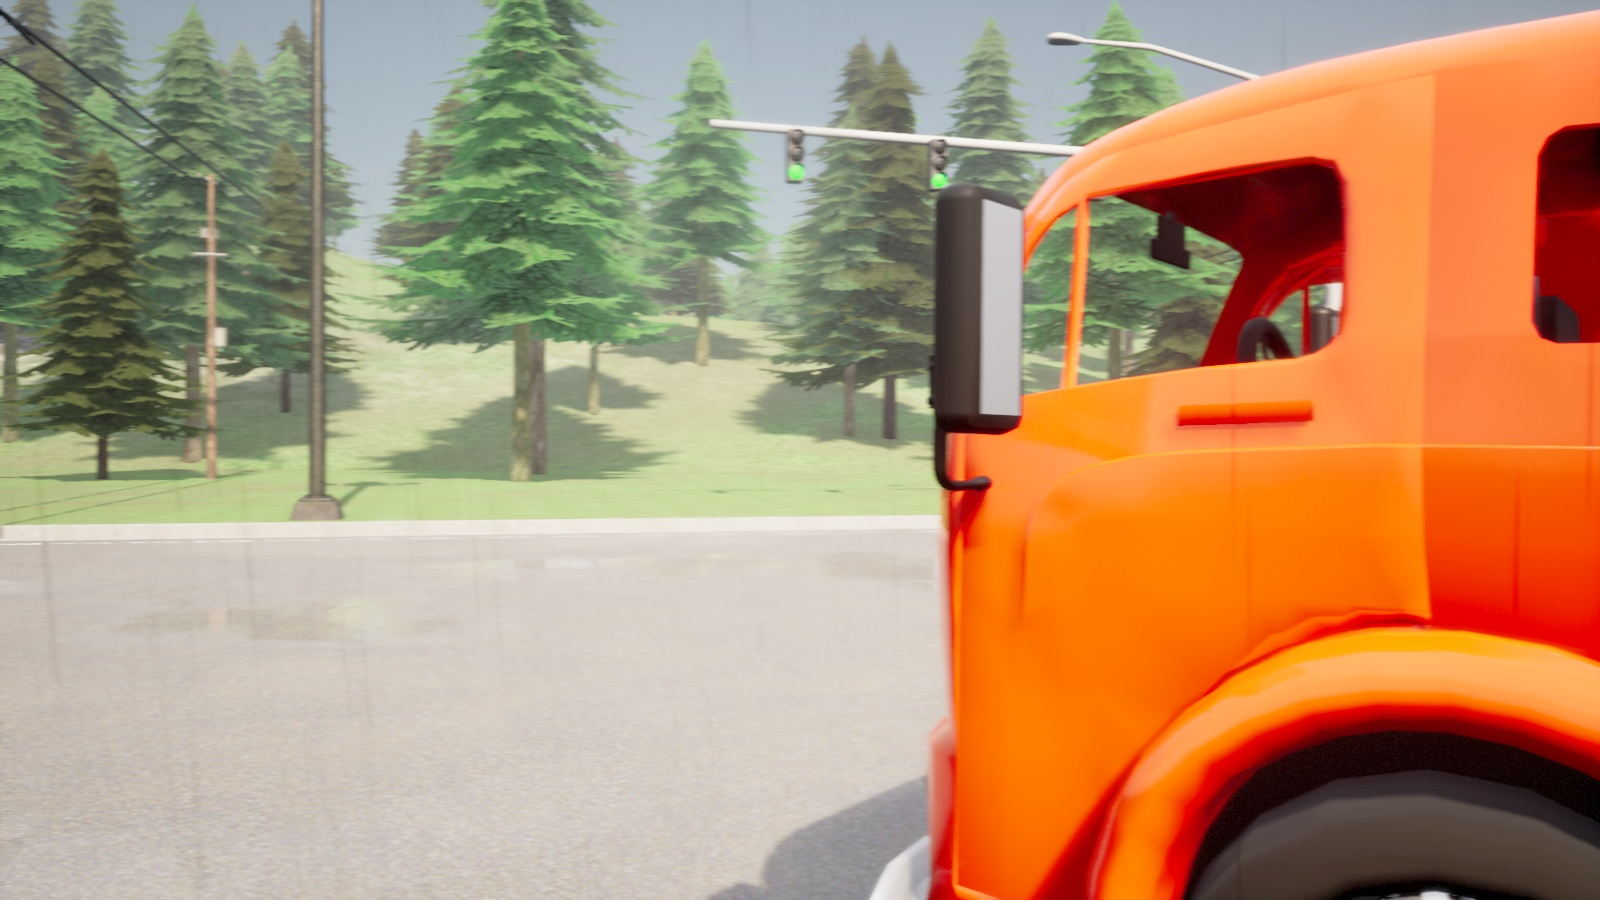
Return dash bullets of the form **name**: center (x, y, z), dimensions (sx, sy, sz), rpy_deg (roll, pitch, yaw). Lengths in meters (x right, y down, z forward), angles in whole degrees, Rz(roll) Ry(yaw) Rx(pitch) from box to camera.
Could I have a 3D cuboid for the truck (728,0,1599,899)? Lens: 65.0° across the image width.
- **truck**: center (2.753, 0.182, 1.783), dimensions (5.204, 2.467, 2.627), rpy_deg (0, 1, 36)
